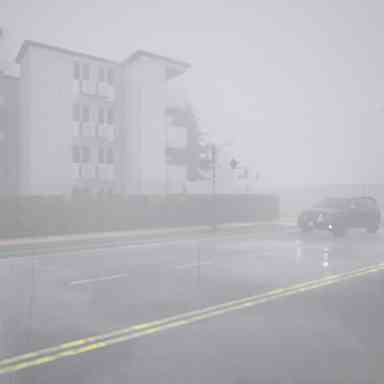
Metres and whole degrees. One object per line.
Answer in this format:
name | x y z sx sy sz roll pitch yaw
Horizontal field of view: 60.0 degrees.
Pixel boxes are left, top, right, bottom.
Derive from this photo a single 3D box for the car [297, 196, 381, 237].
car | 8.229 1.258 18.337 5.566 2.045 2.150 0 0 -35
